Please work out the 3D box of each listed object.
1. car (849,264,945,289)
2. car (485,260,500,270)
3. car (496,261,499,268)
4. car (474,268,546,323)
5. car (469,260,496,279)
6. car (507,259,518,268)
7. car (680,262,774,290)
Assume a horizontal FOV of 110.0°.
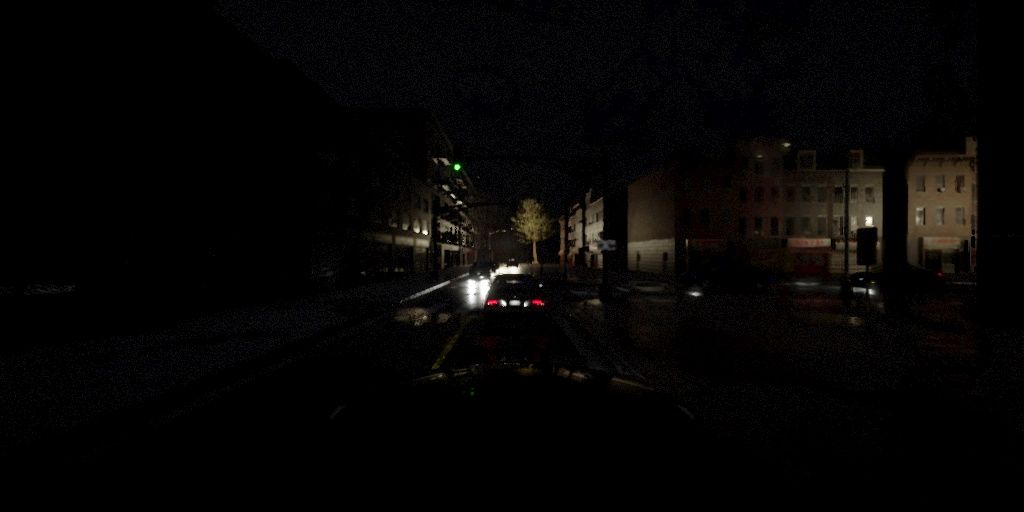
[{"bbox_3d":[22.591,1.175,21.177,4.181,1.385,1.994,0,0,0],"label":"car"},{"bbox_3d":[-2.858,1.319,52.898,1.994,1.385,4.181,0,0,-1],"label":"car"},{"bbox_3d":[-2.858,1.312,42.900,1.994,1.385,4.181,0,0,0],"label":"car"},{"bbox_3d":[0.086,1.293,12.047,2.033,1.411,5.357,0,0,0],"label":"car"},{"bbox_3d":[-2.852,1.236,33.067,2.128,1.511,4.902,0,0,0],"label":"car"},{"bbox_3d":[0.078,1.328,62.020,1.994,1.385,4.181,0,0,0],"label":"car"},{"bbox_3d":[12.570,1.141,21.146,5.008,1.535,1.882,0,0,0],"label":"car"}]
